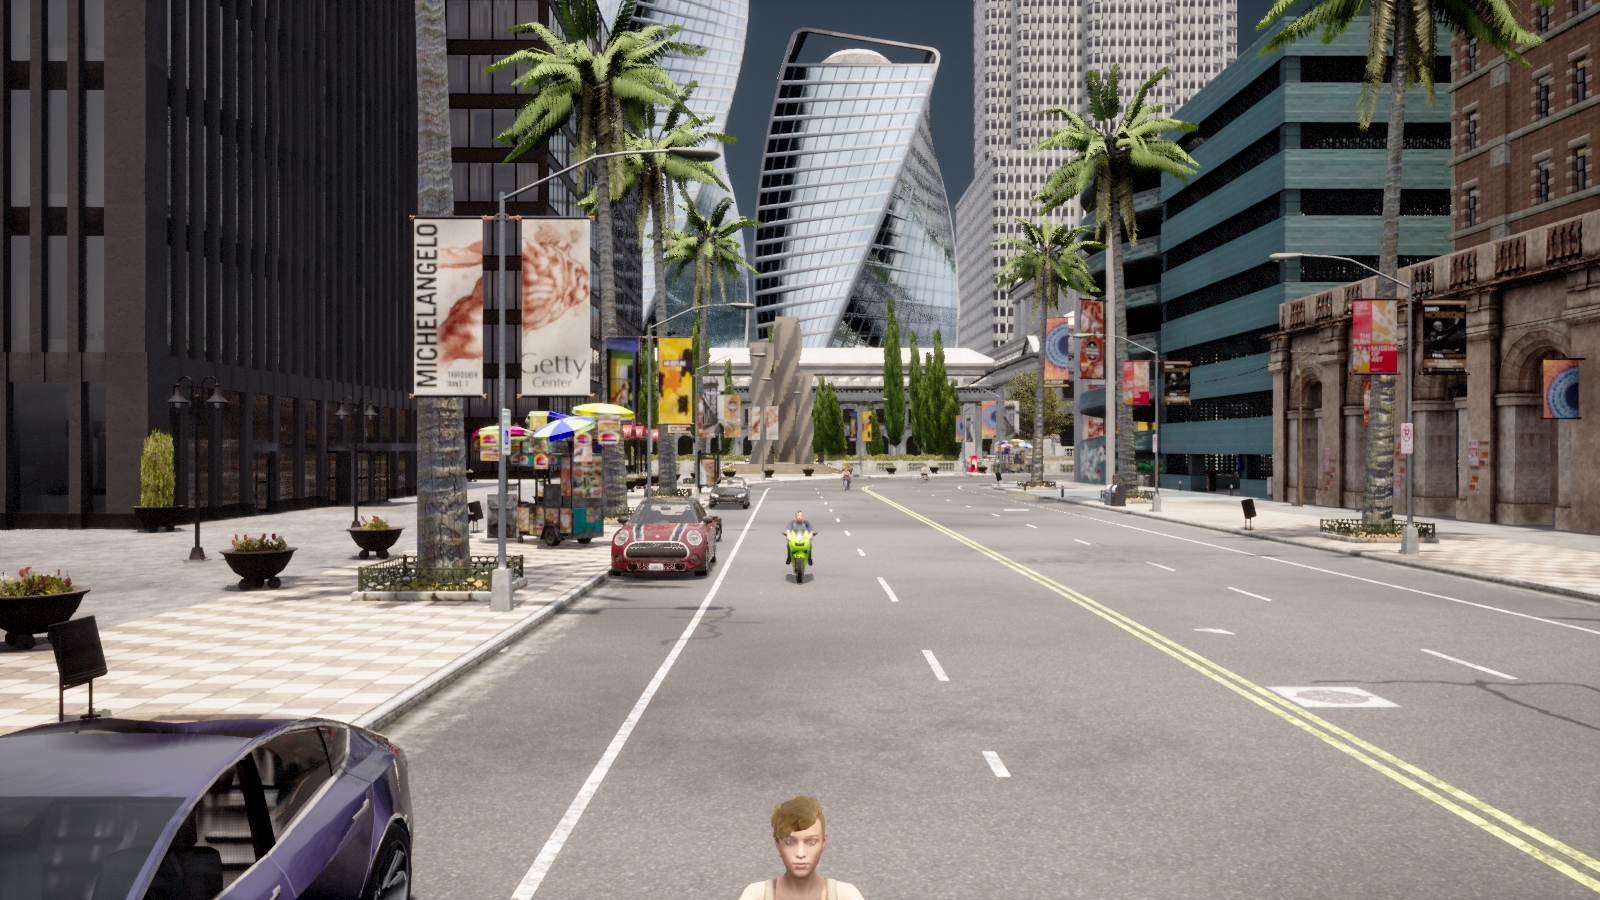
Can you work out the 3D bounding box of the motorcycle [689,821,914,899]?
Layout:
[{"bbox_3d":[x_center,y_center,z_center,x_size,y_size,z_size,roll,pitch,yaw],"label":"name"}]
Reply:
[{"bbox_3d":[0.005,2.172,3.546,0.764,1.277,2.356,0,0,0],"label":"motorcycle"}]

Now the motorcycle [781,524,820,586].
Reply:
[{"bbox_3d":[-0.006,2.223,24.547,0.803,1.145,2.033,0,0,0],"label":"motorcycle"}]
